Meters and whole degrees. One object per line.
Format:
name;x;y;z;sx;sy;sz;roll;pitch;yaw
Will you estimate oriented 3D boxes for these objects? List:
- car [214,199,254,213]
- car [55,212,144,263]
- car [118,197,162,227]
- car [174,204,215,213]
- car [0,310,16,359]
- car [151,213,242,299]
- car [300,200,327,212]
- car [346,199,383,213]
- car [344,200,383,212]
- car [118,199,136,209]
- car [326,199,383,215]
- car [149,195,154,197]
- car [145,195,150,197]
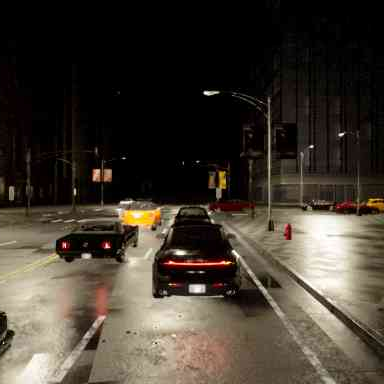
car;4.330;1.580;36.943;5.008;1.535;1.882;0;-1;-1
car;-3.131;1.615;12.071;1.895;1.301;4.718;0;0;0
car;-3.118;1.396;21.065;2.097;1.767;4.553;0;0;0
car;0.026;1.510;17.954;1.882;1.535;5.008;0;0;0
car;-3.154;1.547;1.751;2.033;1.411;5.357;0;0;0
car;0.110;1.512;8.463;1.837;1.490;4.892;0;0;0
car;15.244;1.663;39.860;4.313;1.339;1.947;0;0;-1
car;20.158;1.525;37.175;5.008;1.535;1.882;0;-1;-1
car;20.884;1.644;39.940;4.313;1.339;1.947;0;0;-1
car;-9.769;1.746;50.475;1.812;1.442;4.674;0;0;0
car;15.361;1.577;31.336;4.206;1.307;1.802;0;0;-1
car;-9.639;1.633;75.507;2.150;2.045;5.566;0;0;0
car;-9.717;1.851;62.340;2.033;1.411;5.357;0;0;0
